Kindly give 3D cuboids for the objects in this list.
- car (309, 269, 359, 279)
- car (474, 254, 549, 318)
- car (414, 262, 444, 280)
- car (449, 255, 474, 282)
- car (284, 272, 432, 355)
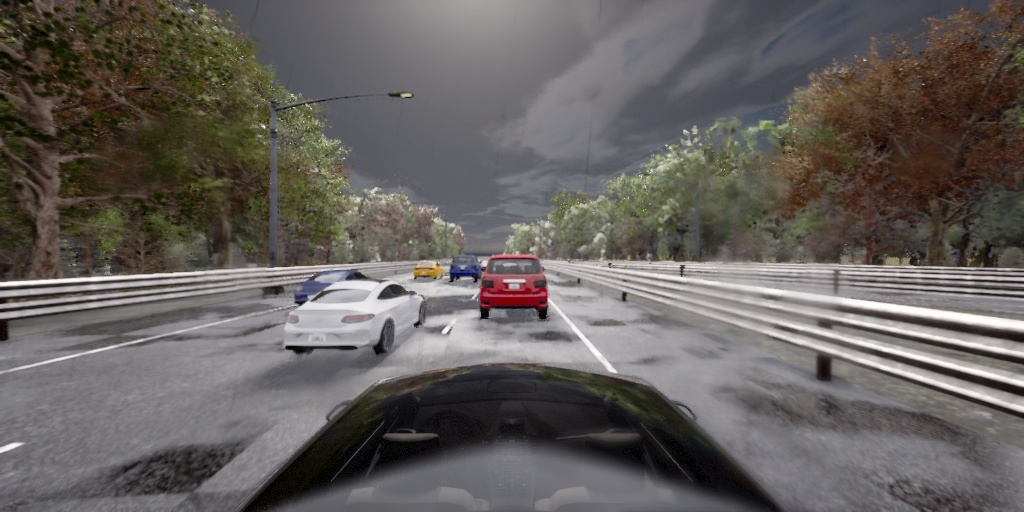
[{"bbox_3d":[-6.968,1.274,14.744,1.812,1.442,4.674,0,0,0],"label":"car"},{"bbox_3d":[0.047,0.968,13.080,2.150,2.045,5.566,0,0,0],"label":"car"},{"bbox_3d":[-7.208,1.229,31.475,1.882,1.535,5.008,0,0,-1],"label":"car"},{"bbox_3d":[-3.656,0.970,28.931,2.150,2.045,5.566,0,0,-1],"label":"car"},{"bbox_3d":[-3.427,1.274,8.597,1.812,1.442,4.674,0,0,0],"label":"car"}]
